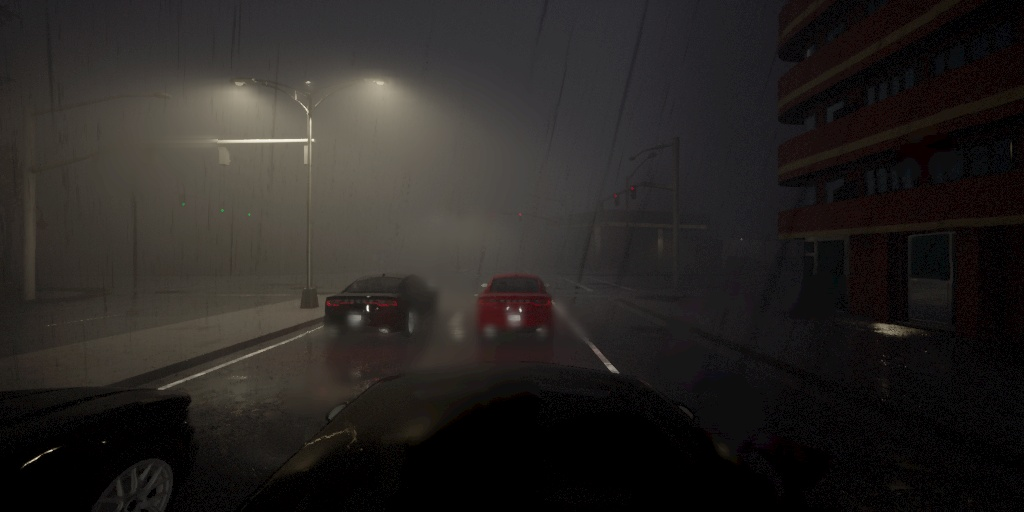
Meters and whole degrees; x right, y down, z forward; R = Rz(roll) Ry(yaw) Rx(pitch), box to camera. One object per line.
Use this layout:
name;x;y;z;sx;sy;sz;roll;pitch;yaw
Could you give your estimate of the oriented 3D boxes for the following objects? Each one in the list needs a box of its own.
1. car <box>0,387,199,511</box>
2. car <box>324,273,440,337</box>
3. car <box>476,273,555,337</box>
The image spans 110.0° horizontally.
car;-3.408;1.228;0.753;1.882;1.535;5.008;0;0;0
car;-3.396;1.228;10.327;1.882;1.535;5.008;0;0;0
car;0.109;1.228;10.341;1.882;1.535;5.008;0;0;1
